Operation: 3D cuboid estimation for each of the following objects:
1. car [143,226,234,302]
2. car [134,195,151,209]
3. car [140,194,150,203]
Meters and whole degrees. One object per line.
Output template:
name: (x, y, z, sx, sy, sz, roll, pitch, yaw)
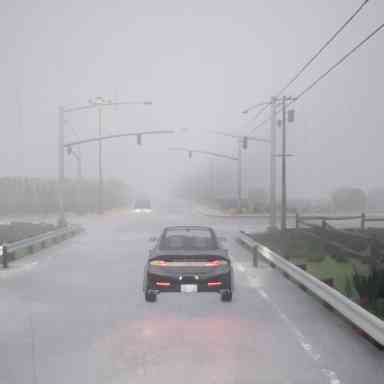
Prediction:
car: (-0.098, 1.618, 8.513, 2.128, 1.511, 4.902, 0, -2, -1)
car: (-6.410, 1.487, 43.458, 1.994, 1.385, 4.181, 0, 1, -7)
car: (-8.757, 1.104, 62.142, 1.837, 1.490, 4.892, 0, 1, -7)
